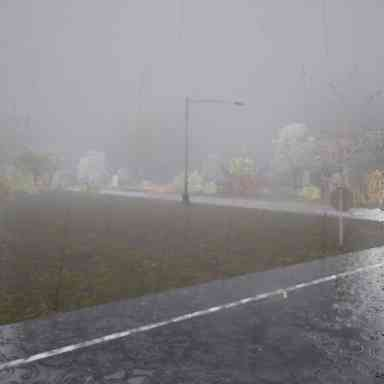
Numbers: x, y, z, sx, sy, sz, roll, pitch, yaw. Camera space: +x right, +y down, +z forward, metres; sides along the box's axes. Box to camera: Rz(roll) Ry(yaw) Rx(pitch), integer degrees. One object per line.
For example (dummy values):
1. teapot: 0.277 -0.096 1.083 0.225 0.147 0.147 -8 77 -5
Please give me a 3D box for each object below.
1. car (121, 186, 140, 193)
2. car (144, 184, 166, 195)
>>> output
1. car: -11.908 -0.568 63.989 1.895 1.301 4.718 0 2 -36
2. car: -6.278 -0.507 56.140 2.097 1.767 4.553 0 2 -36
